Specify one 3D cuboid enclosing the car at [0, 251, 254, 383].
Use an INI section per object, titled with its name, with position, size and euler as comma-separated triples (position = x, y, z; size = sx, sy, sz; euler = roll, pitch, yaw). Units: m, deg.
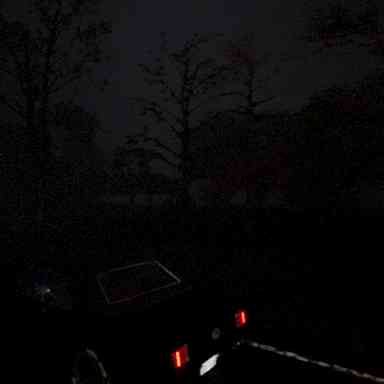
[car]
position = -1.627, 1.562, 4.878
size = 4.718, 1.301, 1.895
euler = 0, -1, 35
